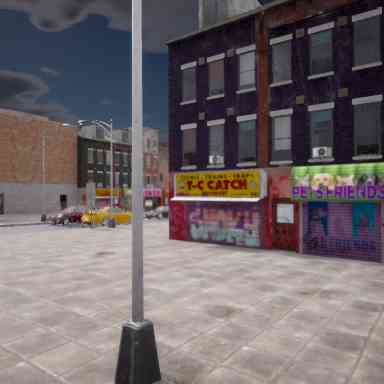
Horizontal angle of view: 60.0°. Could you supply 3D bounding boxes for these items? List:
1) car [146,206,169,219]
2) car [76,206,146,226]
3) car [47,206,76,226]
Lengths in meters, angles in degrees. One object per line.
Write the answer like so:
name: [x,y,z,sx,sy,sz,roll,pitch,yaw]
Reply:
car: [-3.088,2.171,35.529,2.008,1.369,4.403,-2,-2,36]
car: [-6.279,1.888,26.454,1.882,1.535,5.008,0,-1,36]
car: [-9.514,1.825,26.737,1.967,1.590,4.097,-2,-2,36]
